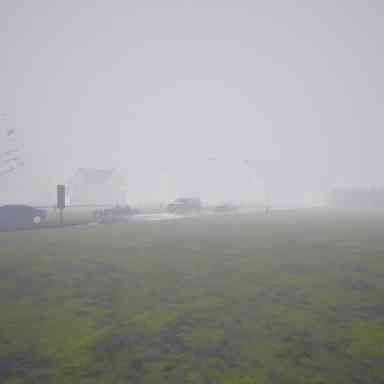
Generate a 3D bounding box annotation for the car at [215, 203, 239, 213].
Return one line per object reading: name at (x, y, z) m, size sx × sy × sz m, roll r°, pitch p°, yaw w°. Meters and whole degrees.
car at (4.875, 2.162, 45.955) m, size 1.994 × 1.385 × 4.181 m, roll 1°, pitch 0°, yaw 35°

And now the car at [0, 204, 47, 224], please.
car at (-13.561, 1.671, 25.125) m, size 1.882 × 1.535 × 5.008 m, roll 1°, pitch 0°, yaw 35°

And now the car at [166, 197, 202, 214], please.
car at (-0.919, 1.713, 42.870) m, size 2.150 × 2.045 × 5.566 m, roll 1°, pitch -1°, yaw 36°

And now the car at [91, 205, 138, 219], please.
car at (-7.679, 1.934, 33.398) m, size 1.895 × 1.301 × 4.718 m, roll 1°, pitch 0°, yaw 35°
